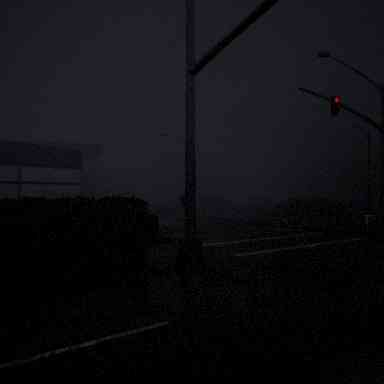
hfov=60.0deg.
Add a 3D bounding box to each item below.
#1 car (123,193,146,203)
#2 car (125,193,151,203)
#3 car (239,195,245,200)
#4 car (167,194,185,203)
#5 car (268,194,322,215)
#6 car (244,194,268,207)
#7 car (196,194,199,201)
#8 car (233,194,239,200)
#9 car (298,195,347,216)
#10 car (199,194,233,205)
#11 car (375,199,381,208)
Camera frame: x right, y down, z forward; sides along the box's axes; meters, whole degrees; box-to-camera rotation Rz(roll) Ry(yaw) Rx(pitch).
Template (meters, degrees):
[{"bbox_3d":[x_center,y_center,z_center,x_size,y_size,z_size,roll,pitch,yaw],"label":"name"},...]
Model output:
[{"bbox_3d":[-10.961,1.077,63.595,3.866,1.878,1.905,0,0,-35],"label":"car"},{"bbox_3d":[-9.550,1.361,60.523,3.806,1.475,1.970,0,0,-35],"label":"car"},{"bbox_3d":[13.395,1.154,72.853,5.027,1.636,2.152,0,0,-35],"label":"car"},{"bbox_3d":[-2.634,1.097,65.428,4.605,1.855,1.932,0,0,-35],"label":"car"},{"bbox_3d":[10.184,1.330,32.521,5.027,1.636,2.152,0,0,-35],"label":"car"},{"bbox_3d":[9.654,1.320,46.625,3.633,1.501,1.845,0,0,-35],"label":"car"},{"bbox_3d":[1.567,1.298,76.863,4.514,1.523,2.007,0,0,-35],"label":"car"},{"bbox_3d":[9.441,1.232,77.918,3.806,1.475,1.970,0,0,-35],"label":"car"},{"bbox_3d":[12.030,1.340,29.984,4.514,1.523,2.007,0,0,-35],"label":"car"},{"bbox_3d":[3.944,1.298,54.826,4.514,1.523,2.007,0,0,-35],"label":"car"},{"bbox_3d":[25.542,1.384,43.130,3.806,1.475,1.970,0,0,-35],"label":"car"}]
